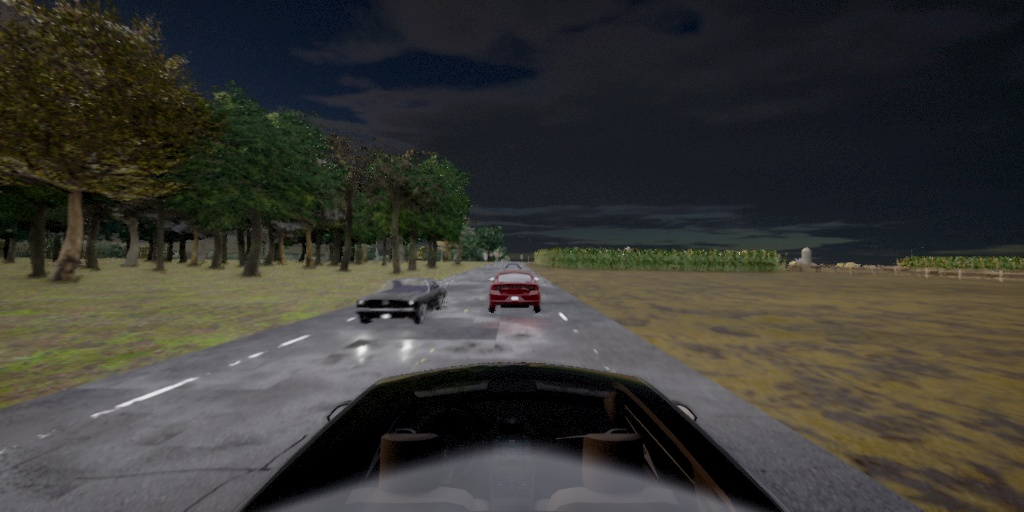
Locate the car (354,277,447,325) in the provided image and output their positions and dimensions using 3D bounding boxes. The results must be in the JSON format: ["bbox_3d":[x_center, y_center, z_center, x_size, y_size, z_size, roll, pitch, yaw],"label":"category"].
[{"bbox_3d":[-3.579,1.428,12.381,1.895,1.301,4.718,0,0,0],"label":"car"}]

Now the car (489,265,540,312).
[{"bbox_3d":[0.097,1.323,14.876,1.882,1.535,5.008,0,0,0],"label":"car"}]
